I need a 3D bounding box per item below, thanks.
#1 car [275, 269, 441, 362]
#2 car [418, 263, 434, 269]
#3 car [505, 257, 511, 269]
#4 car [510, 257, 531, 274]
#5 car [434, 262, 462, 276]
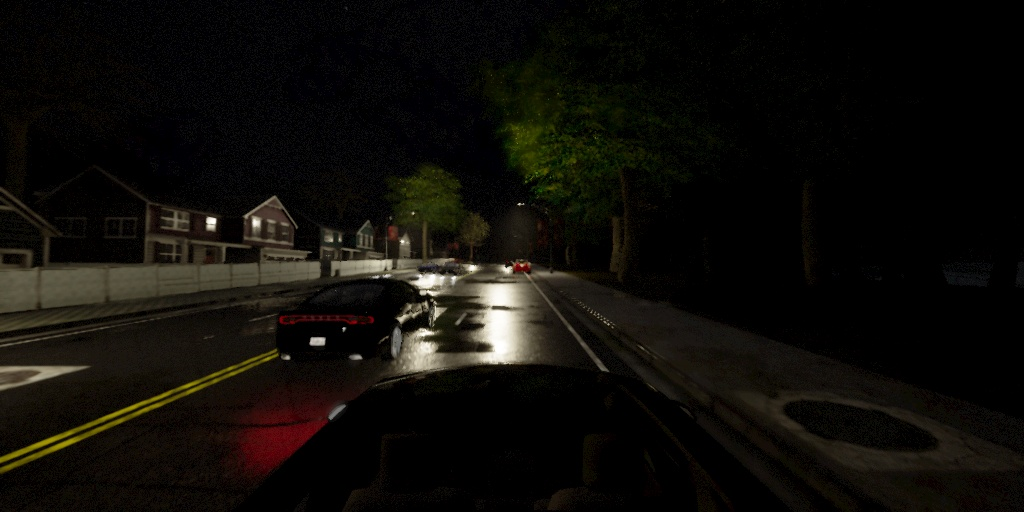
[{"bbox_3d":[-3.151,1.236,8.286,1.882,1.535,5.008,0,0,0],"label":"car"},{"bbox_3d":[-9.850,1.433,43.031,1.895,1.301,4.718,0,0,0],"label":"car"},{"bbox_3d":[-0.019,1.123,61.427,2.150,2.045,5.566,0,0,0],"label":"car"},{"bbox_3d":[1.123,1.181,42.092,2.097,1.767,4.553,0,0,0],"label":"car"},{"bbox_3d":[-6.608,1.366,38.971,2.033,1.411,5.357,0,0,0],"label":"car"}]
